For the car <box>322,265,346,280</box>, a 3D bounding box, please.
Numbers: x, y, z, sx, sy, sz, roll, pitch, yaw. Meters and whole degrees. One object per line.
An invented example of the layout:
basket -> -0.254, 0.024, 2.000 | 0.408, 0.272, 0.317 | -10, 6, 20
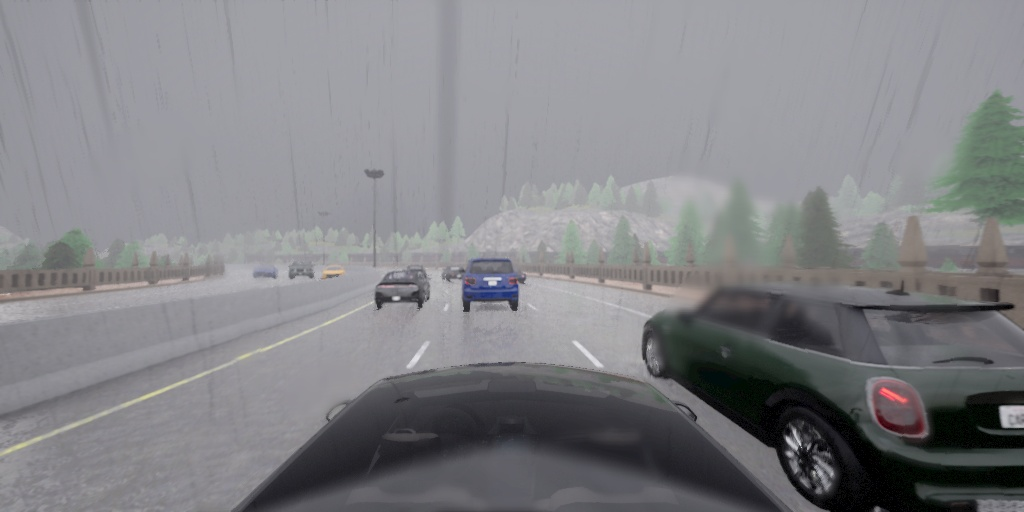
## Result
car -> -17.449, 1.661, 35.318 | 1.882, 1.535, 5.008 | 0, -1, -23

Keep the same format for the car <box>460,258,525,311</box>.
car -> -1.059, 1.095, 15.478 | 2.150, 2.045, 5.566 | 0, -1, -8

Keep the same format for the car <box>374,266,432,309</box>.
car -> -4.682, 1.388, 15.789 | 2.128, 1.511, 4.902 | 0, -1, -8

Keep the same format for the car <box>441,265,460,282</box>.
car -> -5.315, 1.593, 33.174 | 1.812, 1.442, 4.674 | 0, -1, -18

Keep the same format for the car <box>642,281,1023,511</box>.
car -> 3.368, 1.110, 4.520 | 2.097, 1.767, 4.553 | 0, 0, -1

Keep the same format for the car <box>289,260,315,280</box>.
car -> -23.174, 1.502, 39.660 | 2.150, 2.045, 5.566 | 0, -1, -26

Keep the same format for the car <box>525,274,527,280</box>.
car -> -0.377, 1.595, 29.151 | 1.895, 1.301, 4.718 | 0, -1, -15

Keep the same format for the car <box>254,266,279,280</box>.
car -> -27.222, 1.799, 39.869 | 1.882, 1.535, 5.008 | 0, -1, -28
